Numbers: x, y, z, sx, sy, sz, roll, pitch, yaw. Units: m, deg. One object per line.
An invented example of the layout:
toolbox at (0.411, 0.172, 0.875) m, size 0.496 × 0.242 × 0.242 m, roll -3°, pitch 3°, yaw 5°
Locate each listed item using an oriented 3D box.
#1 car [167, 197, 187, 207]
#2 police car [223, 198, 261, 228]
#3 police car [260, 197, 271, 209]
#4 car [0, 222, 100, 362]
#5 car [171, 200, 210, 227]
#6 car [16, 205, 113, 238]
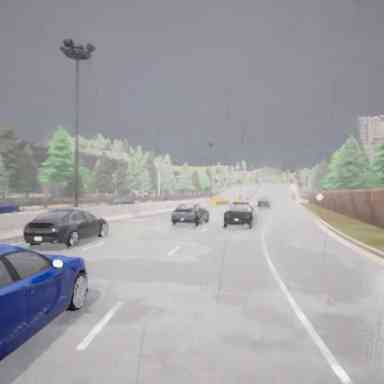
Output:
car at (-2.460, 1.643, 54.671) m, size 1.837 × 1.490 × 4.892 m, roll 0°, pitch -1°, yaw 16°
police car at (3.433, 1.510, 23.116) m, size 1.930 × 1.638 × 5.238 m, roll 0°, pitch 0°, yaw 15°
police car at (11.019, 1.632, 50.768) m, size 1.930 × 1.638 × 5.238 m, roll 0°, pitch 0°, yaw 16°
car at (-3.129, 1.472, 4.749) m, size 1.882 × 1.535 × 5.008 m, roll 0°, pitch 0°, yaw 3°
car at (-0.019, 1.557, 23.466) m, size 2.128 × 1.511 × 4.902 m, roll 0°, pitch 0°, yaw 14°
car at (-5.442, 1.515, 14.987) m, size 1.837 × 1.490 × 4.892 m, roll 0°, pitch 0°, yaw 9°
